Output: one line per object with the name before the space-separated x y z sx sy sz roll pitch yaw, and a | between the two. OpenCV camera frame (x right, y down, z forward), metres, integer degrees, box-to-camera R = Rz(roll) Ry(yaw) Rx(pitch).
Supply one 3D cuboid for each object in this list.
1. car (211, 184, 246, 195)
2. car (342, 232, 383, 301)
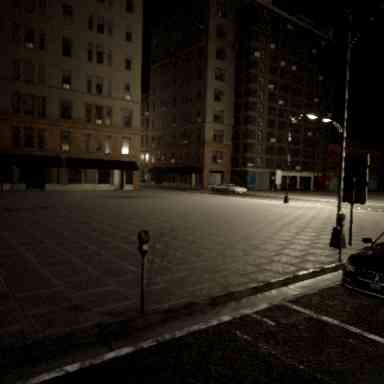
car | 4.475 -0.367 41.610 1.895 1.301 4.718 0 4 -38
car | 4.871 1.364 7.008 4.403 1.369 2.008 0 3 -38
